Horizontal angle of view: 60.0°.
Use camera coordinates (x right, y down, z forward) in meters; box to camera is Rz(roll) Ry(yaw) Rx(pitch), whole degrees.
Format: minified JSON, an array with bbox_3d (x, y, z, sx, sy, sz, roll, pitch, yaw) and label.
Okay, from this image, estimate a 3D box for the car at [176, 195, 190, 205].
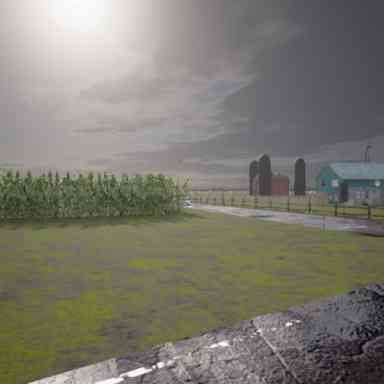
[{"bbox_3d":[-2.064,1.331,59.392,2.150,2.045,5.566,-1,0,-18],"label":"car"}]
